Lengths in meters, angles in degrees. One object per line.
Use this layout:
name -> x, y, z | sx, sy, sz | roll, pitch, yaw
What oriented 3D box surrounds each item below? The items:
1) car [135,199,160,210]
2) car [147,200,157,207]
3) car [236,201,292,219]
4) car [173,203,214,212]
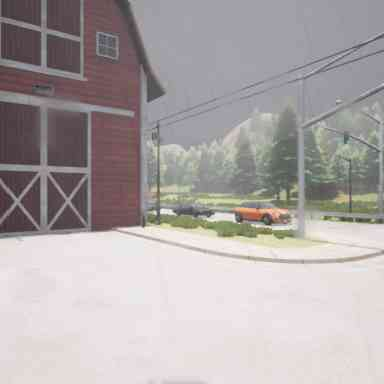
car -> -6.640, 1.846, 49.556 | 1.812, 1.442, 4.674 | 0, 0, -34
car -> -5.594, 1.838, 41.650 | 1.994, 1.385, 4.181 | 0, 0, -35
car -> 5.405, 1.524, 25.577 | 2.097, 1.767, 4.553 | 0, 0, -34
car -> 0.026, 1.769, 33.435 | 2.033, 1.411, 5.357 | 0, 0, -34
